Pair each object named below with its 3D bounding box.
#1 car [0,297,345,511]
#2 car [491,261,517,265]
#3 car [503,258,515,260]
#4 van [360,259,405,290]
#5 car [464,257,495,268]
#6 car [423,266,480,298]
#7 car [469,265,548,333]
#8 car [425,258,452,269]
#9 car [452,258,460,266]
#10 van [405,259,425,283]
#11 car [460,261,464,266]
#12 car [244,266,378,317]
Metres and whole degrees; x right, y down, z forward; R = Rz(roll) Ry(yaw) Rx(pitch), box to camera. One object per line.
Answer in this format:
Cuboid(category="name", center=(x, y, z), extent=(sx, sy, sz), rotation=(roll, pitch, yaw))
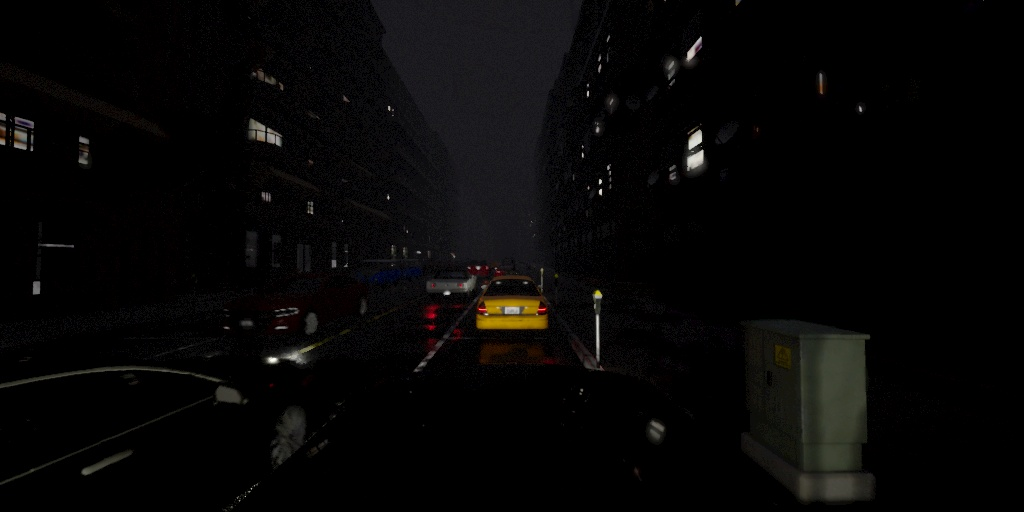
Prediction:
Cuboid(category="car", center=(-2.922, 1.254, 1.784), extent=(1.837, 1.490, 4.892), rotation=(0, 0, 0))
Cuboid(category="car", center=(-0.454, 1.322, 28.072), extent=(1.888, 1.381, 4.507), rotation=(0, 0, 0))
Cuboid(category="car", center=(-0.447, 1.240, 39.134), extent=(1.967, 1.591, 4.097), rotation=(0, 0, 0))
Cuboid(category="van", center=(-8.336, 1.108, 22.602), extent=(1.690, 1.789, 3.998), rotation=(0, 0, 0))
Cuboid(category="car", center=(-3.023, 1.140, 34.151), extent=(2.097, 1.767, 4.553), rotation=(0, 0, 0))
Cuboid(category="car", center=(-2.921, 1.363, 18.350), extent=(1.895, 1.301, 4.718), rotation=(0, 0, 0))
Cuboid(category="car", center=(0.004, 1.212, 10.693), extent=(1.801, 1.575, 5.366), rotation=(0, 0, 0))
Cuboid(category="car", center=(-8.337, 1.115, 39.194), extent=(2.192, 1.841, 5.009), rotation=(0, 0, 0))
Cuboid(category="car", center=(-8.338, 1.128, 44.724), extent=(2.192, 1.841, 5.009), rotation=(0, 0, 0))
Cuboid(category="van", center=(-8.337, 1.118, 28.134), extent=(1.690, 1.789, 3.998), rotation=(0, 0, 0))
Cuboid(category="car", center=(-8.338, 1.410, 55.786), extent=(1.948, 1.339, 4.313), rotation=(0, 0, 0))
Cuboid(category="car", center=(-5.871, 1.233, 10.445), extent=(1.882, 1.535, 5.008), rotation=(0, 0, 0))
